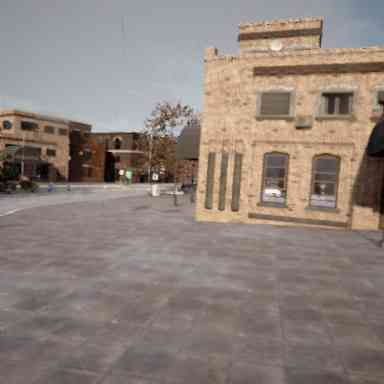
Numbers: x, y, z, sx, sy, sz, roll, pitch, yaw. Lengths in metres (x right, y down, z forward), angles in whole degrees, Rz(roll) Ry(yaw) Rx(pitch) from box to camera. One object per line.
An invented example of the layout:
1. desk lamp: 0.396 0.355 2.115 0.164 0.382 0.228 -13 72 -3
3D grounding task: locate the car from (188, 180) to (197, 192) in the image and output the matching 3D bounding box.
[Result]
1. car: 2.470 -0.489 51.665 4.892 1.521 2.231 5 4 31

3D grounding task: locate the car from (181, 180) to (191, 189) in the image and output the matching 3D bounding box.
1. car: -0.115 -1.449 62.105 2.097 1.767 4.553 5 4 30
